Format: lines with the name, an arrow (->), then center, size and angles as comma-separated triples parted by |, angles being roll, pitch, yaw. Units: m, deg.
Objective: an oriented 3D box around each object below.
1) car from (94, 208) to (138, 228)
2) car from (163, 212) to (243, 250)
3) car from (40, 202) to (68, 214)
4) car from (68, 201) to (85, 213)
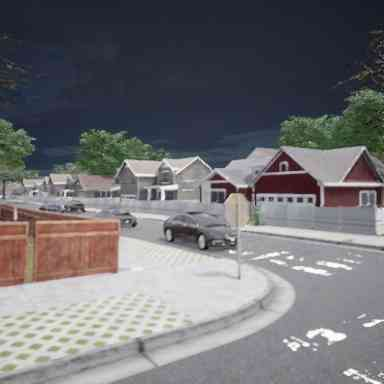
car -> -5.615, 1.860, 24.278 | 1.994, 1.385, 4.181 | -1, 0, -36
car -> 0.365, 1.738, 15.830 | 1.837, 1.490, 4.892 | -1, 0, -33
car -> -17.146, 1.939, 40.428 | 2.033, 1.411, 5.357 | -1, 0, -35
car -> -15.275, 1.878, 42.809 | 1.837, 1.490, 4.892 | -1, 0, -36
